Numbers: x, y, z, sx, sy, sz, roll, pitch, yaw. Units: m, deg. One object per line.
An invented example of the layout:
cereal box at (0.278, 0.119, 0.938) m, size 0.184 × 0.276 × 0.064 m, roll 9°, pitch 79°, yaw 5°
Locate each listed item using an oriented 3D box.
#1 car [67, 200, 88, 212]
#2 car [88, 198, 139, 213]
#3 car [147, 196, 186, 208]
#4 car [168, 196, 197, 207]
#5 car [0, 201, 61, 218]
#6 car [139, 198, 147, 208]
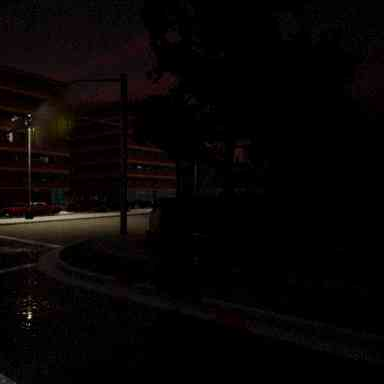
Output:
car at (-12.209, 1.562, 38.525) m, size 1.994 × 1.385 × 4.181 m, roll 0°, pitch 0°, yaw 37°
car at (-8.741, 1.476, 37.373) m, size 1.882 × 1.535 × 5.008 m, roll 0°, pitch 0°, yaw 36°
car at (-3.418, 1.352, 44.701) m, size 2.097 × 1.767 × 4.553 m, roll 0°, pitch 0°, yaw 36°
car at (-1.409, 1.491, 53.402) m, size 2.128 × 1.511 × 4.902 m, roll 0°, pitch 0°, yaw 36°
car at (-14.274, 1.601, 29.772) m, size 1.895 × 1.301 × 4.718 m, roll 0°, pitch 0°, yaw 33°
car at (-7.306, 1.564, 45.296) m, size 1.994 × 1.385 × 4.181 m, roll 0°, pitch 0°, yaw 36°
